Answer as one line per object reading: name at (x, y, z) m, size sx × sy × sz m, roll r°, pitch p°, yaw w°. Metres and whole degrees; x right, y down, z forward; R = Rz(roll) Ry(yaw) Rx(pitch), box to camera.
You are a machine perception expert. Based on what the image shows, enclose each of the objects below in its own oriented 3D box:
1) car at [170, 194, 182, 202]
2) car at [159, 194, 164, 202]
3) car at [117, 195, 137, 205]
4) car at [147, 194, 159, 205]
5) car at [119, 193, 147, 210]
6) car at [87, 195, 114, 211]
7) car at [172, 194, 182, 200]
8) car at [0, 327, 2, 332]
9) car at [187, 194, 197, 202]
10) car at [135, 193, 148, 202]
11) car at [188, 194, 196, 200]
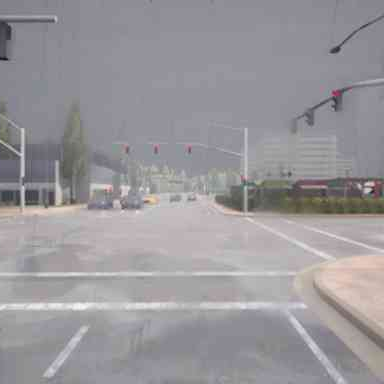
car at (-3.494, 1.261, 67.343) m, size 2.033 × 1.411 × 5.357 m, roll 0°, pitch 0°, yaw 0°
car at (-6.994, 1.222, 69.142) m, size 1.812 × 1.442 × 4.674 m, roll 0°, pitch 0°, yaw 0°
car at (-10.558, 1.261, 54.352) m, size 2.128 × 1.511 × 4.902 m, roll 0°, pitch 0°, yaw 0°
car at (-7.063, 1.248, 53.976) m, size 1.882 × 1.535 × 5.008 m, roll 0°, pitch 0°, yaw 0°
car at (-7.083, 1.185, 39.886) m, size 2.097 × 1.767 × 4.553 m, roll 0°, pitch 0°, yaw 0°
car at (-10.585, 1.187, 38.630) m, size 2.097 × 1.767 × 4.553 m, roll 0°, pitch 0°, yaw 0°
car at (-3.494, 1.095, 77.616) m, size 1.994 × 1.385 × 4.181 m, roll 0°, pitch 0°, yaw 0°
car at (-3.417, 1.539, 1.843) m, size 2.033 × 1.411 × 5.357 m, roll 0°, pitch 0°, yaw 0°
car at (0.006, 1.206, 67.343) m, size 2.128 × 1.511 × 4.902 m, roll 0°, pitch 0°, yaw 0°
car at (-10.494, 1.051, 69.410) m, size 2.097 × 1.767 × 4.553 m, roll 0°, pitch 0°, yaw 0°
car at (0.006, 1.138, 77.648) m, size 1.895 × 1.301 × 4.718 m, roll 0°, pitch 0°, yaw 0°
